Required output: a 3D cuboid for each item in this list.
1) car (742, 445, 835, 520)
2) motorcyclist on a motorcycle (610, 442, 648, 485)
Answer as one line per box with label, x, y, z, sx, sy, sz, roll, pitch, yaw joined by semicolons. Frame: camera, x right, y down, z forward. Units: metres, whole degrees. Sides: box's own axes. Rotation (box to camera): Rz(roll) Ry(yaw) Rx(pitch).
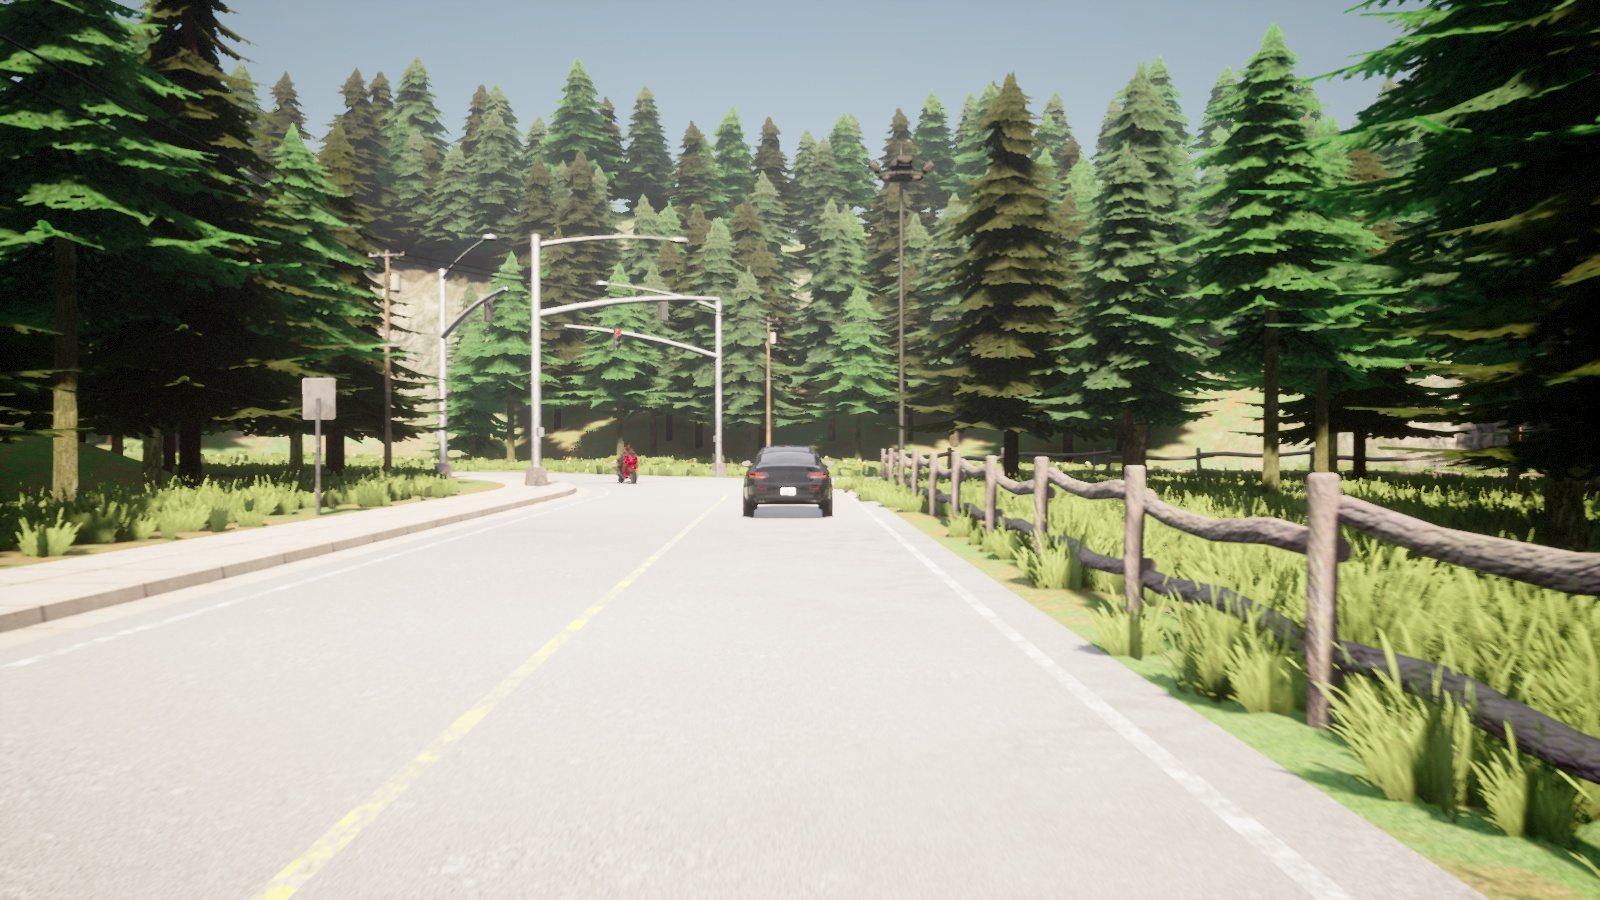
car;-0.252;0.629;26.723;1.812;1.442;4.674;0;0;-1
motorcyclist on a motorcycle;-6.255;0.476;45.819;0.797;1.523;2.044;-1;1;-25
